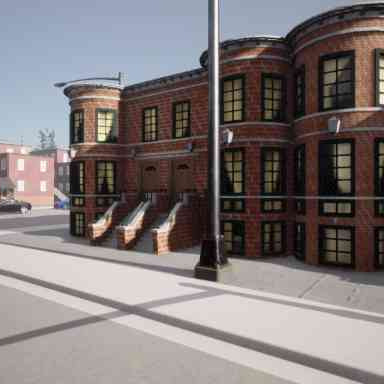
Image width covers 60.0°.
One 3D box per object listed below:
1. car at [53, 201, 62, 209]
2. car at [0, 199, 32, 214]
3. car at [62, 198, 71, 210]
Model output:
[{"bbox_3d":[-15.740,1.478,43.847,1.882,1.535,5.008,0,0,35],"label":"car"},{"bbox_3d":[-18.780,1.492,33.586,2.128,1.511,4.902,0,0,36],"label":"car"},{"bbox_3d":[-13.224,1.601,41.346,1.895,1.301,4.718,0,0,36],"label":"car"}]
